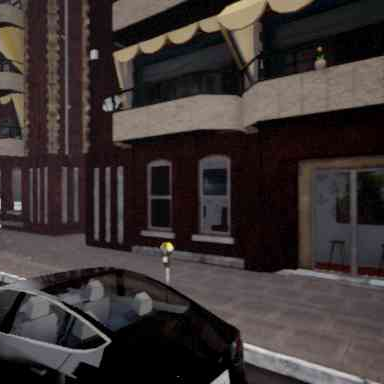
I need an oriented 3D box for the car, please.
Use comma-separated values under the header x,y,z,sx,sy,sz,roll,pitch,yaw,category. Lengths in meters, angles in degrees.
x,y,z,sx,sy,sz,roll,pitch,yaw,category
-1.489,1.553,3.793,4.313,1.339,1.947,0,0,36,car
